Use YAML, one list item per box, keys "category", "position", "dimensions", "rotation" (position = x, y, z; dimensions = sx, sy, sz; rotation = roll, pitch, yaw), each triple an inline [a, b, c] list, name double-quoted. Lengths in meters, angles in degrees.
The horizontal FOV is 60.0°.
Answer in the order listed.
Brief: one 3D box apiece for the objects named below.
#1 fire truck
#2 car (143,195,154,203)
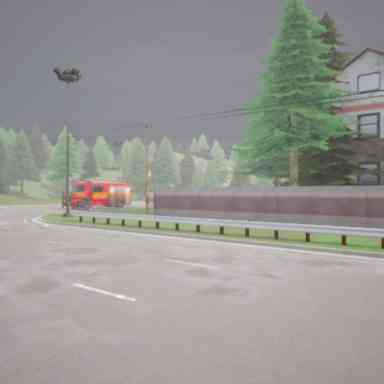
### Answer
- category: "fire truck"
  position: [-11.920, 0.263, 42.341]
  dimensions: [2.891, 3.827, 8.468]
  rotation: [0, 0, 41]
- category: "car"
  position: [-7.885, 1.421, 68.141]
  dimensions: [1.812, 1.442, 4.674]
  rotation: [0, 0, 36]
